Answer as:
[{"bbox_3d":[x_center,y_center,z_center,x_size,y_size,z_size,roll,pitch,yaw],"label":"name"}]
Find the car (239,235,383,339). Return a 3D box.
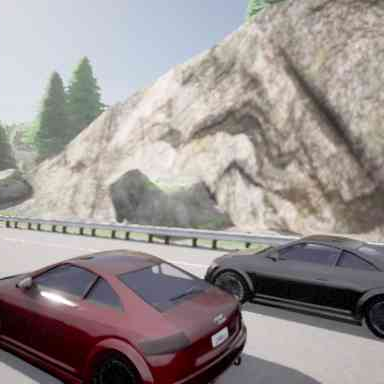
[{"bbox_3d":[2.325,1.548,6.500,4.181,1.385,1.994,0,0,35],"label":"car"}]

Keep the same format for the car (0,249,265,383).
[{"bbox_3d":[-1.348,1.553,4.773,4.181,1.385,1.994,0,0,34],"label":"car"}]
